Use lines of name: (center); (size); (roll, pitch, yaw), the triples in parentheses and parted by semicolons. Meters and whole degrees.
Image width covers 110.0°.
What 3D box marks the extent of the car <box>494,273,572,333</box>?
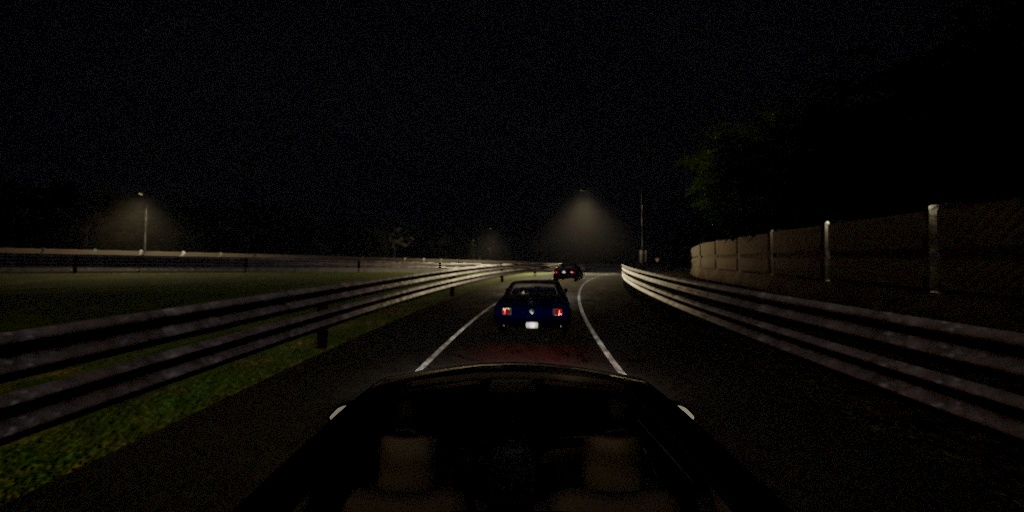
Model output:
car: (0.724, 1.352, 10.731); (1.895, 1.301, 4.718); (0, 0, 6)

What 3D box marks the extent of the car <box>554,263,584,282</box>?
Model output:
car: (4.691, 1.300, 29.379); (2.033, 1.411, 5.357); (-1, -1, 18)
